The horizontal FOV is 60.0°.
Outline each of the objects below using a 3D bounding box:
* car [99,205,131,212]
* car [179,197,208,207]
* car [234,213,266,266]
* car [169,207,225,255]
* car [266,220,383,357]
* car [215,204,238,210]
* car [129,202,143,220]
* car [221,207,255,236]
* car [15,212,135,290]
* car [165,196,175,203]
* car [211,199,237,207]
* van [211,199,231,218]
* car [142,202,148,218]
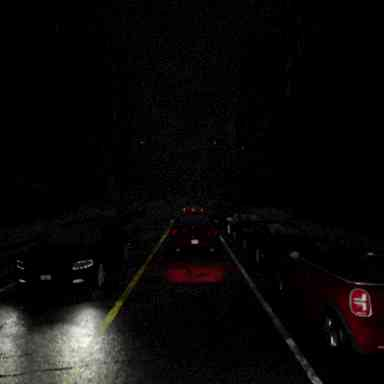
[{"bbox_3d":[-5.665,1.777,22.697,1.802,1.307,4.206,0,0,0],"label":"car"},{"bbox_3d":[0.101,1.623,31.354,2.097,1.767,4.553,0,0,0],"label":"car"},{"bbox_3d":[2.860,1.652,11.657,2.008,1.369,4.403,0,0,0],"label":"car"},{"bbox_3d":[0.091,1.598,13.844,1.882,1.535,5.008,0,-1,0],"label":"car"},{"bbox_3d":[2.859,1.494,6.135,1.967,1.590,4.097,0,0,0],"label":"car"},{"bbox_3d":[2.861,1.762,22.704,1.947,1.339,4.313,0,0,0],"label":"car"},{"bbox_3d":[-5.664,1.809,28.222,1.947,1.339,4.313,0,0,0],"label":"car"},{"bbox_3d":[2.860,1.699,17.181,2.008,1.369,4.403,0,0,0],"label":"car"},{"bbox_3d":[-3.100,1.560,9.559,1.882,1.535,5.008,0,0,0],"label":"car"},{"bbox_3d":[-6.187,2.239,88.770,1.967,1.590,4.097,0,-1,-1],"label":"car"},{"bbox_3d":[2.862,1.558,28.230,2.192,1.841,5.009,0,0,0],"label":"car"},{"bbox_3d":[2.863,1.632,33.753,1.690,1.788,3.998,0,0,0],"label":"van"},{"bbox_3d":[-5.664,1.730,33.748,1.967,1.590,4.097,0,0,0],"label":"car"}]
